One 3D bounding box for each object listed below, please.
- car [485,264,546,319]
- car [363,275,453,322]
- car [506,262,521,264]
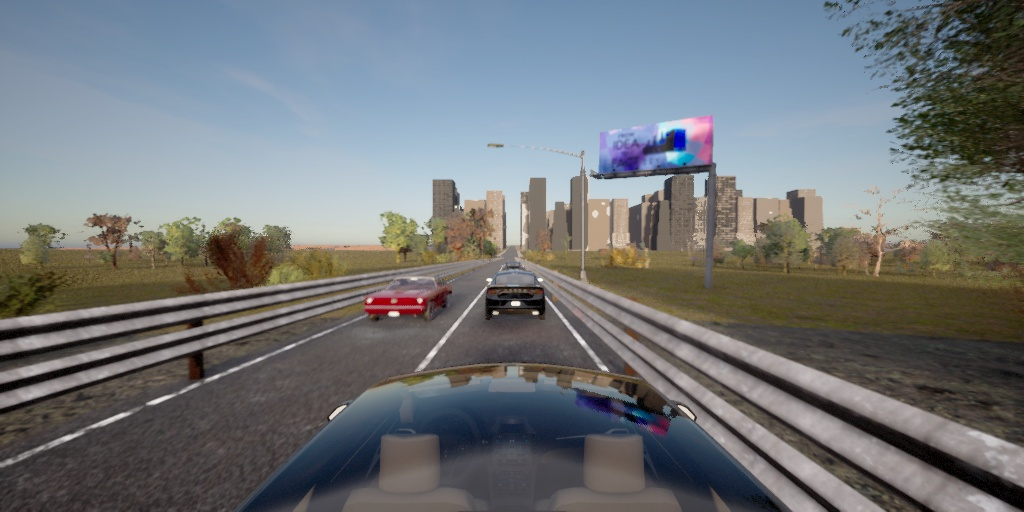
[{"bbox_3d":[0.103,1.224,12.805,1.882,1.535,5.008,0,0,0],"label":"car"},{"bbox_3d":[-3.344,1.347,12.388,1.895,1.301,4.718,0,0,0],"label":"car"},{"bbox_3d":[0.103,1.244,32.418,1.837,1.490,4.892,0,0,0],"label":"car"}]
